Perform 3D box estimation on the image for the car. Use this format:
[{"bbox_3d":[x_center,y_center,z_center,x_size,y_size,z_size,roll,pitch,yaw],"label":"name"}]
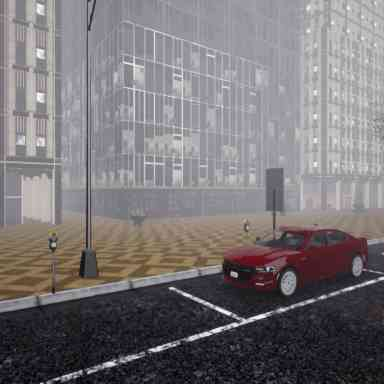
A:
[{"bbox_3d":[2.743,1.545,8.529,4.507,1.381,1.887,0,0,-36],"label":"car"}]
